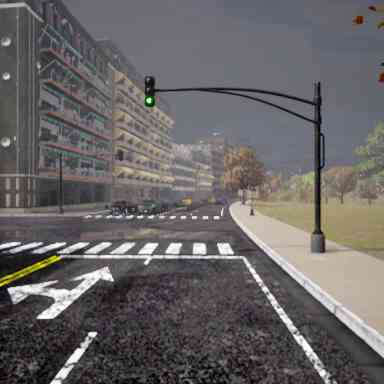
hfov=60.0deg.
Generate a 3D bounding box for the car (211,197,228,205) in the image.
[{"bbox_3d":[5.732,1.968,68.565,2.033,1.411,5.357,0,-1,10],"label":"car"}]

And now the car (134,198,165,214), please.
[{"bbox_3d":[-4.788,1.535,38.088,2.097,1.767,4.553,0,0,5],"label":"car"}]

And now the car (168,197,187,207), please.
[{"bbox_3d":[-2.661,1.865,56.607,2.033,1.411,5.357,0,0,8],"label":"car"}]

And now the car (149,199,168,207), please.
[{"bbox_3d":[-5.729,1.875,58.080,2.033,1.411,5.357,0,0,8],"label":"car"}]

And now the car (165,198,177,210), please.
[{"bbox_3d":[-3.885,1.848,47.034,1.895,1.301,4.718,0,0,7],"label":"car"}]

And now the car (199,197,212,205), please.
[{"bbox_3d":[2.519,1.914,69.056,2.128,1.511,4.902,0,-1,10],"label":"car"}]

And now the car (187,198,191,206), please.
[{"bbox_3d":[-1.349,1.867,65.501,1.882,1.535,5.008,0,0,9],"label":"car"}]

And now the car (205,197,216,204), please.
[{"bbox_3d":[4.346,1.943,79.255,1.882,1.535,5.008,0,-1,12],"label":"car"}]

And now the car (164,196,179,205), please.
[{"bbox_3d":[-4.201,1.762,68.214,2.097,1.767,4.553,0,0,9],"label":"car"}]

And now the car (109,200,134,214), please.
[{"bbox_3d":[-8.032,1.689,38.313,1.837,1.490,4.892,0,0,5],"label":"car"}]

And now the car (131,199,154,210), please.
[{"bbox_3d":[-7.038,1.801,48.008,2.033,1.411,5.357,0,0,6],"label":"car"}]
